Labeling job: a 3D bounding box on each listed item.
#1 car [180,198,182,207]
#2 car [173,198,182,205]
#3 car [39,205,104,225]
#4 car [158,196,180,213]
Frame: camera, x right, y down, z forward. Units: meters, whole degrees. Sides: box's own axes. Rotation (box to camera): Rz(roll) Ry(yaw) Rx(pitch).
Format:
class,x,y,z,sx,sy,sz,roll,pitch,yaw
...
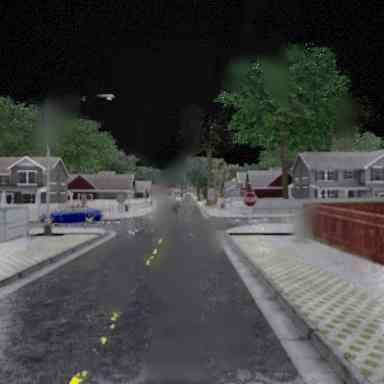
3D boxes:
class,x,y,z,sx,sy,sz,roll,pitch,yaw
car,-3.105,2.008,57.993,1.812,1.442,4.674,0,-1,0
car,-3.103,2.070,73.373,1.882,1.535,5.008,0,0,0
car,-9.786,1.850,27.145,5.008,1.535,1.882,-1,1,-10
car,-3.056,1.581,42.661,2.150,2.045,5.566,0,-1,0
